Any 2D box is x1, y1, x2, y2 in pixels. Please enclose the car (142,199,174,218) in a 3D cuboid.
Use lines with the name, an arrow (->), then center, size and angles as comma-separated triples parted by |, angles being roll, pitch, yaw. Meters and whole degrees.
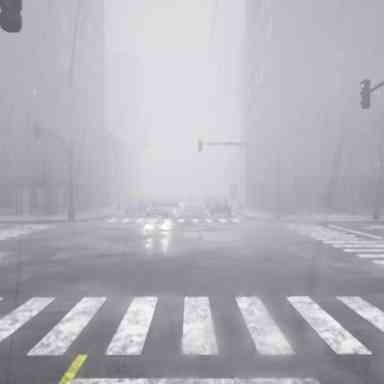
car -> -2.964, 1.578, 29.858 | 1.895, 1.301, 4.718 | 0, 0, 0

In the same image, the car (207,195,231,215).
car -> 2.821, 1.415, 33.608 | 1.967, 1.590, 4.097 | 0, 0, 0

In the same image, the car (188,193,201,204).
car -> 0.300, 1.476, 64.013 | 1.812, 1.442, 4.674 | 0, 0, 0

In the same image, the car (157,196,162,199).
car -> -5.650, 1.533, 44.983 | 1.947, 1.339, 4.313 | 0, 0, 0

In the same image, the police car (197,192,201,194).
police car -> 2.739, 1.358, 79.714 | 1.930, 1.638, 5.238 | 0, 0, 0

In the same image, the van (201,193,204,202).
van -> 2.929, 1.299, 56.285 | 1.690, 1.788, 3.998 | 0, 0, 0

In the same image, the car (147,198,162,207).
car -> -5.623, 1.545, 50.652 | 1.802, 1.307, 4.206 | 0, 0, 0

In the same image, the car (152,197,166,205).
car -> -5.597, 1.524, 56.320 | 1.947, 1.339, 4.313 | 0, 0, 0

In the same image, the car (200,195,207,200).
car -> 3.091, 1.486, 90.301 | 1.947, 1.339, 4.313 | 0, 0, 0

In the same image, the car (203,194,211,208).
car -> 2.875, 1.407, 44.946 | 1.967, 1.590, 4.097 | 0, 0, 0

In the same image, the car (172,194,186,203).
car -> -2.705, 1.549, 66.472 | 1.895, 1.301, 4.718 | 0, 0, 1

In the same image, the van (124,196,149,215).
van -> -5.704, 1.316, 33.647 | 1.690, 1.788, 3.998 | 0, 0, 0

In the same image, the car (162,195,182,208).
car -> -2.878, 1.529, 46.262 | 1.994, 1.385, 4.181 | 0, 0, 0

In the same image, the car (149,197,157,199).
car -> -5.677, 1.411, 39.315 | 1.967, 1.590, 4.097 | 0, 0, 0
